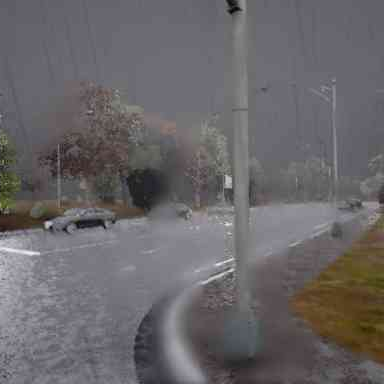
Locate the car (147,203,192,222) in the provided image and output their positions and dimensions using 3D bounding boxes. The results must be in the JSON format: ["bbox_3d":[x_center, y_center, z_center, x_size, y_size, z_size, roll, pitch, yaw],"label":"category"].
[{"bbox_3d":[-1.875,1.757,29.005,1.837,1.490,4.892,-1,-1,32],"label":"car"}]

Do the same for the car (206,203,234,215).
[{"bbox_3d":[3.408,1.884,37.373,1.895,1.301,4.718,-1,-1,32],"label":"car"}]

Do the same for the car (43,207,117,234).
[{"bbox_3d":[-6.991,1.735,21.142,2.128,1.511,4.902,-1,-1,32],"label":"car"}]

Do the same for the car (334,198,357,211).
[{"bbox_3d":[19.832,1.756,43.434,1.994,1.385,4.181,-1,-1,32],"label":"car"}]

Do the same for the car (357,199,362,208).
[{"bbox_3d":[25.181,1.774,51.838,1.837,1.490,4.892,-1,-1,33],"label":"car"}]
